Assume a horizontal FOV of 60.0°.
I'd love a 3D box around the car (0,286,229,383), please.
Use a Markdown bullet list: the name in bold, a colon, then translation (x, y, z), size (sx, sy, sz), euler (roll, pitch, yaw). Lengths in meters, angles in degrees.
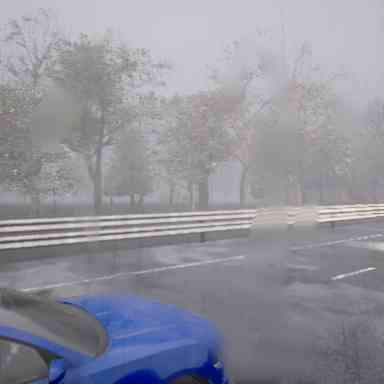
- **car**: translation (-1.949, 1.478, 2.480), size (5.008, 1.535, 1.882), euler (0, 0, -35)
